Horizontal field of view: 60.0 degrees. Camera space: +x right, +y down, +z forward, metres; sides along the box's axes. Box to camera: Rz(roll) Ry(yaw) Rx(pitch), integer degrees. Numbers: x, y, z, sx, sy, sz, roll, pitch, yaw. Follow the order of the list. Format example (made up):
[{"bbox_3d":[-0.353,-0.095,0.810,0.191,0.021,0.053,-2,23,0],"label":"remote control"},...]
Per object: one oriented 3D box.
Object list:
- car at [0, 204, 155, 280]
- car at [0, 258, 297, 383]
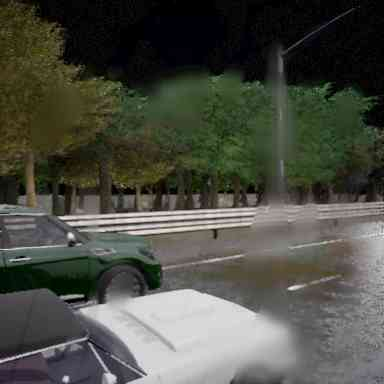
[{"bbox_3d":[-3.251,1.219,5.744,5.566,2.045,2.150,0,0,-36],"label":"car"},{"bbox_3d":[-1.253,1.599,2.853,4.718,1.301,1.895,0,0,-35],"label":"car"}]
